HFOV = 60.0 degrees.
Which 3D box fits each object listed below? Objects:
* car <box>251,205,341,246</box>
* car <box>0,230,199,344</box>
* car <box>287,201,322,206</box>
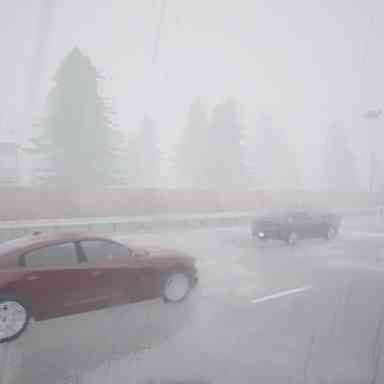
[{"bbox_3d":[4.984,1.595,15.891,4.892,1.490,1.837,0,0,-35],"label":"car"},{"bbox_3d":[-2.137,1.491,6.519,5.008,1.535,1.882,1,0,-35],"label":"car"},{"bbox_3d":[7.975,1.481,22.326,4.553,1.767,2.097,1,0,-35],"label":"car"}]
